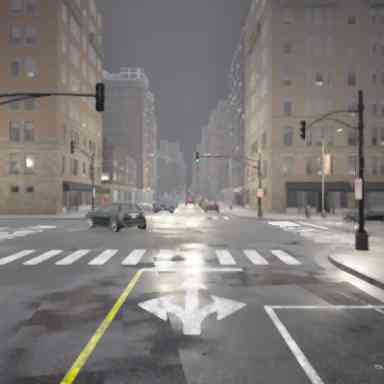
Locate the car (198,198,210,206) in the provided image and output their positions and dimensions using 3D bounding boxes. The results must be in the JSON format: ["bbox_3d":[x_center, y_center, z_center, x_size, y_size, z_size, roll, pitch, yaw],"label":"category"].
[{"bbox_3d":[2.309,1.950,64.674,1.967,1.590,4.097,0,-1,-1],"label":"car"}]

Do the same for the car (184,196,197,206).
[{"bbox_3d":[-0.408,1.781,69.379,2.150,2.045,5.566,0,-1,-1],"label":"car"}]

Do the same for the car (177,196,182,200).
[{"bbox_3d":[-3.313,1.953,59.558,2.128,1.511,4.902,0,-1,-1],"label":"car"}]

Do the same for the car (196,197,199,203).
[{"bbox_3d":[2.364,1.773,59.168,2.192,1.841,5.009,0,-1,-1],"label":"car"}]

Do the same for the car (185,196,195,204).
[{"bbox_3d":[-0.513,1.891,80.097,2.150,2.045,5.566,0,-1,-1],"label":"car"}]

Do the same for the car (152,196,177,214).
[{"bbox_3d":[-3.214,1.509,39.321,2.150,2.045,5.566,0,0,-1],"label":"car"}]

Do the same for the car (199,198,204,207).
[{"bbox_3d":[2.471,1.926,48.152,1.947,1.339,4.313,0,-1,-1],"label":"car"}]

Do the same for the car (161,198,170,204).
[{"bbox_3d":[-6.378,2.242,81.119,1.947,1.339,4.313,0,-1,-1],"label":"car"}]

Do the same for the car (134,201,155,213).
[{"bbox_3d":[-6.000,1.864,42.566,2.008,1.369,4.403,0,0,-1],"label":"car"}]

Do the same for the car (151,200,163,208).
[{"bbox_3d":[-6.162,2.039,59.089,1.802,1.307,4.206,0,-1,-1],"label":"car"}]

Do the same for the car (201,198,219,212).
[{"bbox_3d":[2.525,1.859,42.646,1.887,1.381,4.507,0,0,-1],"label":"car"}]

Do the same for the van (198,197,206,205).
[{"bbox_3d":[2.202,1.960,75.688,1.690,1.788,3.998,0,-1,-1],"label":"van"}]

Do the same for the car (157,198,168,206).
[{"bbox_3d":[-6.269,2.003,70.105,1.967,1.590,4.097,0,-1,-1],"label":"car"}]

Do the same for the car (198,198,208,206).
[{"bbox_3d":[2.255,2.004,70.180,1.967,1.590,4.097,0,-1,-1],"label":"car"}]

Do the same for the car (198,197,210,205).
[{"bbox_3d":[2.415,1.935,53.830,1.752,1.417,4.829,0,-1,-1],"label":"car"}]

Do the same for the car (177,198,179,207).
[{"bbox_3d":[-3.306,1.935,49.373,1.994,1.385,4.181,0,0,-2],"label":"car"}]

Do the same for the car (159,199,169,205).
[{"bbox_3d":[-6.324,2.200,75.611,1.802,1.307,4.206,0,-1,-1],"label":"car"}]

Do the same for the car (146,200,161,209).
[{"bbox_3d":[-6.108,1.952,53.582,1.887,1.381,4.507,0,-1,-1],"label":"car"}]

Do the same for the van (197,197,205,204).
[{"bbox_3d":[2.148,2.018,81.195,1.690,1.788,3.998,0,-1,-1],"label":"van"}]

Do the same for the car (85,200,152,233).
[{"bbox_3d":[-4.863,1.464,20.838,2.097,1.767,4.553,1,-1,-44],"label":"car"}]

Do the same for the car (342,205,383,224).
[{"bbox_3d":[14.701,1.818,27.112,4.674,1.442,1.812,0,-1,1],"label":"car"}]
